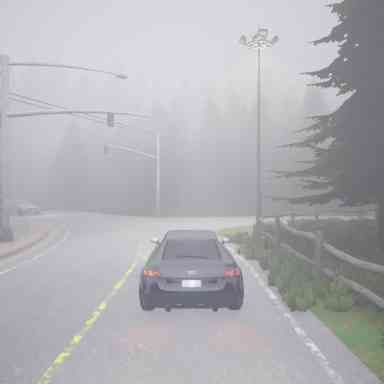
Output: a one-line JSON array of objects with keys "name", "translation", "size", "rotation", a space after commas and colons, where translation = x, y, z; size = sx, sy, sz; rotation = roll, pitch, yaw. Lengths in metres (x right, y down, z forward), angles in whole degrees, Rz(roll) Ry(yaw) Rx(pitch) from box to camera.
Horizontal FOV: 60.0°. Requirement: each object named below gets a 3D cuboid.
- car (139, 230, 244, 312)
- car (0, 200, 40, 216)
[{"name": "car", "translation": [-0.030, 1.565, 7.802], "size": [1.994, 1.385, 4.181], "rotation": [0, 0, -1]}, {"name": "car", "translation": [-17.064, 1.529, 32.837], "size": [4.674, 1.442, 1.812], "rotation": [0, 0, 30]}]
